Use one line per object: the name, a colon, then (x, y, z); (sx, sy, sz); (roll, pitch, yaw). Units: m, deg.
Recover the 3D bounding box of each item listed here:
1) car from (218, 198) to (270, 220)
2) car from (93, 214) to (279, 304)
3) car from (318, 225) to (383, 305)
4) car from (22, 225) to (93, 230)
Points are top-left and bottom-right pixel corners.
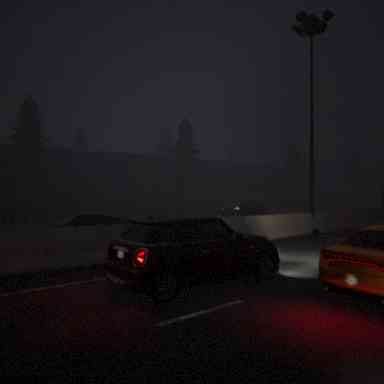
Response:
car: (4.762, 1.426, 30.023); (4.553, 1.767, 2.097); (0, 0, -38)
car: (0.153, 1.375, 8.464); (4.553, 1.767, 2.097); (0, 0, -37)
car: (4.924, 1.494, 7.688); (5.008, 1.535, 1.882); (0, 0, -38)
car: (-4.662, 1.566, 13.743); (4.674, 1.442, 1.812); (0, 0, -38)
